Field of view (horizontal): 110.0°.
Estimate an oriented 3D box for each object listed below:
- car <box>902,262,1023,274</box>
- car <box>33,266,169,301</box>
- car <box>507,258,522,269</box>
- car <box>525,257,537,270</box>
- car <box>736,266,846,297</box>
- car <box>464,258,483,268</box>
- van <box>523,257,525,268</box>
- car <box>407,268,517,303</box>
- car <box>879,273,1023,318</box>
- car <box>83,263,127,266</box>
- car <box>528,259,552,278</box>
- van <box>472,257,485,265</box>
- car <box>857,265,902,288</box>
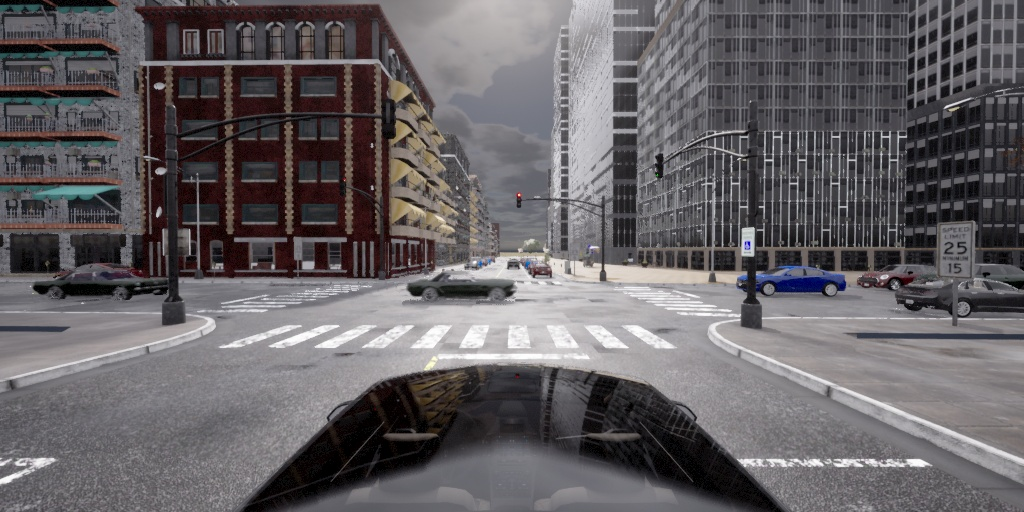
[{"bbox_3d":[24.146,1.189,18.886,4.553,1.767,2.097,0,1,1],"label":"car"},{"bbox_3d":[-18.413,1.291,16.372,4.718,1.301,1.895,0,1,1],"label":"car"},{"bbox_3d":[0.225,1.200,55.674,1.837,1.490,4.892,0,0,0],"label":"car"},{"bbox_3d":[2.744,1.159,39.086,1.967,1.591,4.097,0,0,0],"label":"car"},{"bbox_3d":[14.687,1.270,19.046,5.008,1.535,1.882,0,1,2],"label":"car"},{"bbox_3d":[-5.577,1.269,50.364,1.948,1.339,4.313,0,0,0],"label":"car"},{"bbox_3d":[2.771,1.044,50.378,1.690,1.789,3.998,0,0,0],"label":"van"},{"bbox_3d":[-2.132,1.344,16.136,4.718,1.301,1.895,0,0,1],"label":"car"},{"bbox_3d":[16.741,1.445,13.100,4.403,1.370,2.007,0,0,1],"label":"car"},{"bbox_3d":[-25.808,1.109,22.397,4.507,1.381,1.888,0,0,1],"label":"car"},{"bbox_3d":[2.731,1.271,33.440,1.888,1.381,4.507,0,0,0],"label":"car"},{"bbox_3d":[-5.565,1.036,56.010,1.690,1.789,3.998,0,0,0],"label":"van"},{"bbox_3d":[23.420,1.230,21.632,4.097,1.591,1.967,0,0,1],"label":"car"}]
